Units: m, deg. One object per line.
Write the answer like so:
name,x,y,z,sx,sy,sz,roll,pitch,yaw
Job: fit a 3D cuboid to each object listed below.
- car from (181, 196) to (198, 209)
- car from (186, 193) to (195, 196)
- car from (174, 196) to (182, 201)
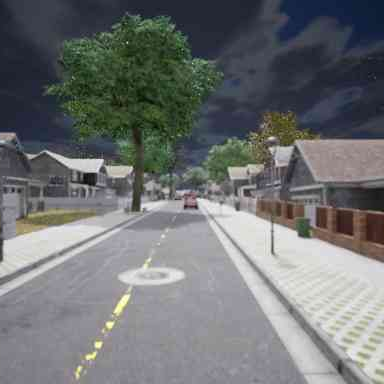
car,-0.145,1.560,45.809,1.994,1.385,4.181,0,0,-1
car,-0.266,1.257,63.784,2.150,2.045,5.566,0,0,0
car,-3.181,1.569,79.239,1.895,1.301,4.718,0,0,0
